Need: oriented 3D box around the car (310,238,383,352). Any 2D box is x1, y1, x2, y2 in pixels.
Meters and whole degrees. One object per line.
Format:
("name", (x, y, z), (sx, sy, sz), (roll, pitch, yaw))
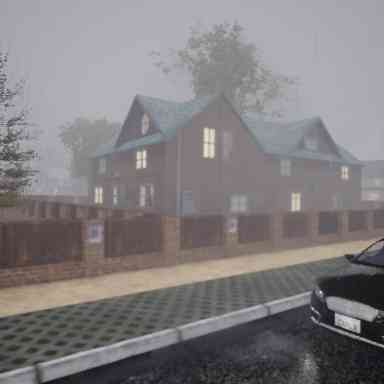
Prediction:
("car", (4.147, 1.578, 6.027), (4.902, 1.511, 2.128), (1, -1, -35))
